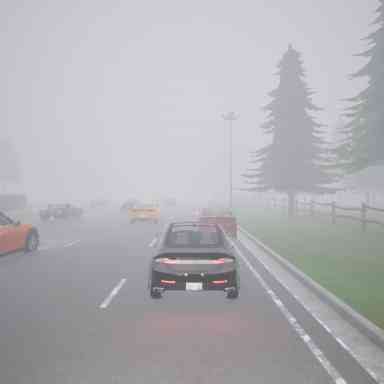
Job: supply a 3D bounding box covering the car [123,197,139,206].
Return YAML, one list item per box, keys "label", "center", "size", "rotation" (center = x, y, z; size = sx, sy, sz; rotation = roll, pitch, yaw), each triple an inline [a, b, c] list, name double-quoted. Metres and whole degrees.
- label: "car"
  center: [-10.351, 1.564, 56.858]
  size: [1.994, 1.385, 4.181]
  rotation: [0, 0, 0]

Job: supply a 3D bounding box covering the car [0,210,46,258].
- label: "car"
  center: [-6.890, 1.352, 10.837]
  size: [2.097, 1.767, 4.553]
  rotation: [0, 0, 0]

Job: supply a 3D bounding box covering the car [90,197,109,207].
- label: "car"
  center: [-13.871, 1.525, 50.005]
  size: [1.812, 1.442, 4.674]
  rotation: [0, 0, 0]

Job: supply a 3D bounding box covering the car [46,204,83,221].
- label: "car"
  center: [-10.377, 1.601, 26.888]
  size: [1.895, 1.301, 4.718]
  rotation: [0, 0, 0]

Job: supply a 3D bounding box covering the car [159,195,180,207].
- label: "car"
  center: [-3.355, 1.547, 50.284]
  size: [2.033, 1.411, 5.357]
  rotation: [0, 0, 0]

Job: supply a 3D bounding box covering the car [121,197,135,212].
- label: "car"
  center: [-6.881, 1.525, 38.127]
  size: [1.812, 1.442, 4.674]
  rotation: [0, 0, 0]

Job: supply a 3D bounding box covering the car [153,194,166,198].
- label: "car"
  center: [-6.909, 1.524, 73.256]
  size: [1.812, 1.442, 4.674]
  rotation: [0, 0, 0]

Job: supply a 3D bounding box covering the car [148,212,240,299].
- label: "car"
  center: [0.059, 1.492, 8.439]
  size: [2.128, 1.511, 4.902]
  rotation: [0, 0, 0]

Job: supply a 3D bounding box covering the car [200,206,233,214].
- label: "car"
  center: [1.240, 1.478, 17.780]
  size: [1.882, 1.535, 5.008]
  rotation: [0, 0, 0]

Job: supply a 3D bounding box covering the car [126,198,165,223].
- label: "car"
  center: [-3.379, 1.477, 25.298]
  size: [1.882, 1.535, 5.008]
  rotation: [0, 0, 0]
